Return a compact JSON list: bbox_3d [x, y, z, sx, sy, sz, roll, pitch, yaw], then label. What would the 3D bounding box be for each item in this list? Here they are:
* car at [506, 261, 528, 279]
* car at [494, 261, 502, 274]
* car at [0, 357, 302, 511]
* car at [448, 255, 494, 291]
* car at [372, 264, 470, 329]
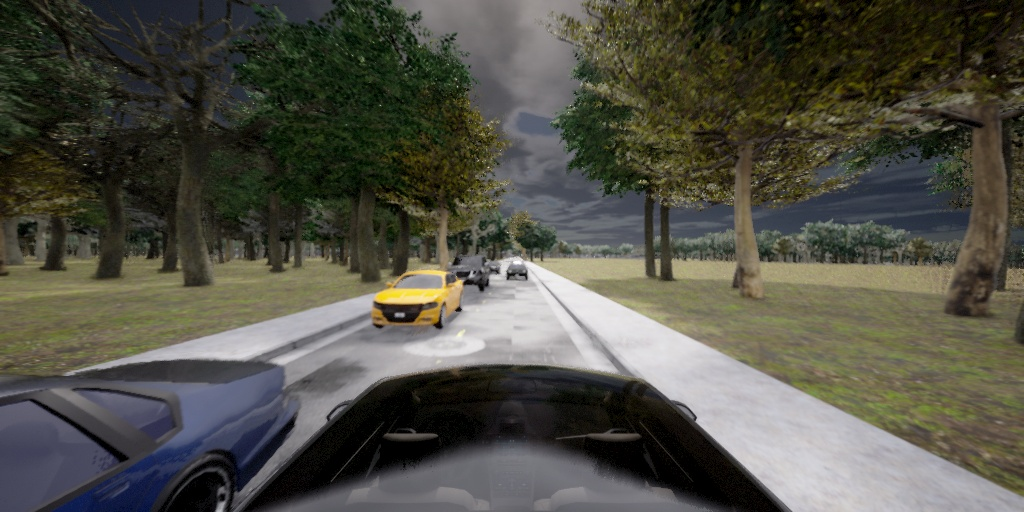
[{"bbox_3d":[0.487,1.356,32.517,1.895,1.301,4.718,1,0,1],"label":"car"},{"bbox_3d":[-2.217,1.284,40.062,1.837,1.490,4.892,1,0,1],"label":"car"},{"bbox_3d":[-2.885,1.267,0.939,2.033,1.411,5.357,1,0,1],"label":"car"},{"bbox_3d":[-2.566,0.939,21.969,2.150,2.045,5.566,1,0,1],"label":"car"},{"bbox_3d":[-2.732,1.194,11.388,1.882,1.535,5.008,1,0,1],"label":"car"}]
